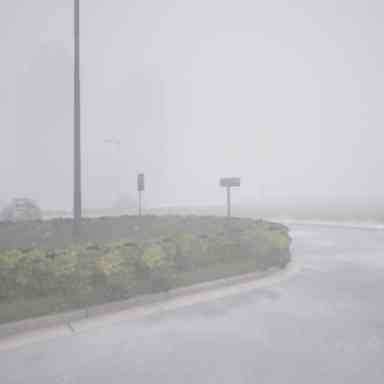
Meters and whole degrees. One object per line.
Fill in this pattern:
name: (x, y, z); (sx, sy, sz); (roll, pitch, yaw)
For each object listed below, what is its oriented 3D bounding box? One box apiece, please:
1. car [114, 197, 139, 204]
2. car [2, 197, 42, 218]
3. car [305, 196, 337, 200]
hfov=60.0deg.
car: (-8.220, 1.407, 42.001); (2.242, 1.667, 4.611); (0, 0, -36)
car: (-11.805, 1.295, 23.047); (1.932, 1.855, 4.605); (0, 0, -36)
car: (21.660, 1.340, 55.966); (2.033, 1.411, 5.357); (0, 0, -35)
